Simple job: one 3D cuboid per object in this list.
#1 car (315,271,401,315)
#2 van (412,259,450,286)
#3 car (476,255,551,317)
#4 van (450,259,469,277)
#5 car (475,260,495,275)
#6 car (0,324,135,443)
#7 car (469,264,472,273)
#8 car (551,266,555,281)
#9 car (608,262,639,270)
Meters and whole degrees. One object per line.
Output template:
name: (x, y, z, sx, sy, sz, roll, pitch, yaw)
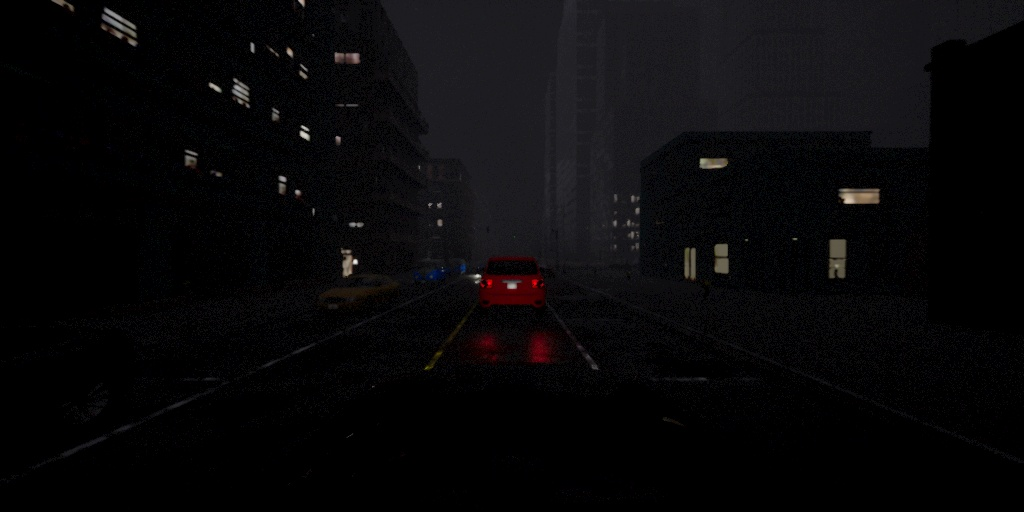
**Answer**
car: (-5.694, 1.298, 13.820, 1.751, 1.417, 4.829, 0, 0, 0)
van: (-5.696, 1.130, 25.150, 1.690, 1.789, 3.998, 0, 0, 0)
car: (0.033, 0.994, 13.453, 2.150, 2.045, 5.566, 0, 0, 1)
van: (-5.698, 1.143, 36.313, 1.690, 1.789, 3.998, 0, 0, 0)
car: (-3.061, 1.286, 41.225, 1.882, 1.535, 5.008, 0, 0, 0)
car: (-5.692, 1.318, 2.827, 1.948, 1.339, 4.313, 0, 0, 0)
car: (-5.699, 1.359, 41.892, 2.007, 1.370, 4.403, 0, 0, 0)
car: (2.684, 1.341, 30.769, 1.888, 1.381, 4.507, 0, 0, 0)
car: (16.705, 1.520, 54.110, 4.403, 1.370, 2.007, 0, 0, 1)
